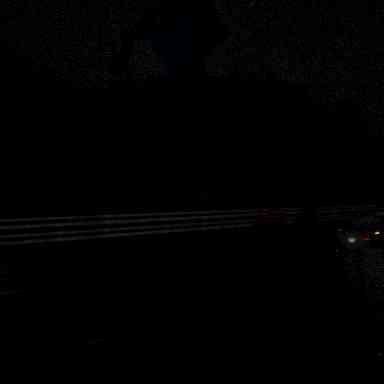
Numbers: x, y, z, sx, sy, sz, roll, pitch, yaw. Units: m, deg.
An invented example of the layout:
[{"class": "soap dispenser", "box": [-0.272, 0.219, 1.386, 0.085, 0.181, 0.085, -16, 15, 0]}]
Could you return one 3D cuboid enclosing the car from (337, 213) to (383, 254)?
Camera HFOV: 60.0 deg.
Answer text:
[{"class": "car", "box": [7.672, 1.553, 13.300, 4.674, 1.442, 1.812, 0, 0, -34]}]
